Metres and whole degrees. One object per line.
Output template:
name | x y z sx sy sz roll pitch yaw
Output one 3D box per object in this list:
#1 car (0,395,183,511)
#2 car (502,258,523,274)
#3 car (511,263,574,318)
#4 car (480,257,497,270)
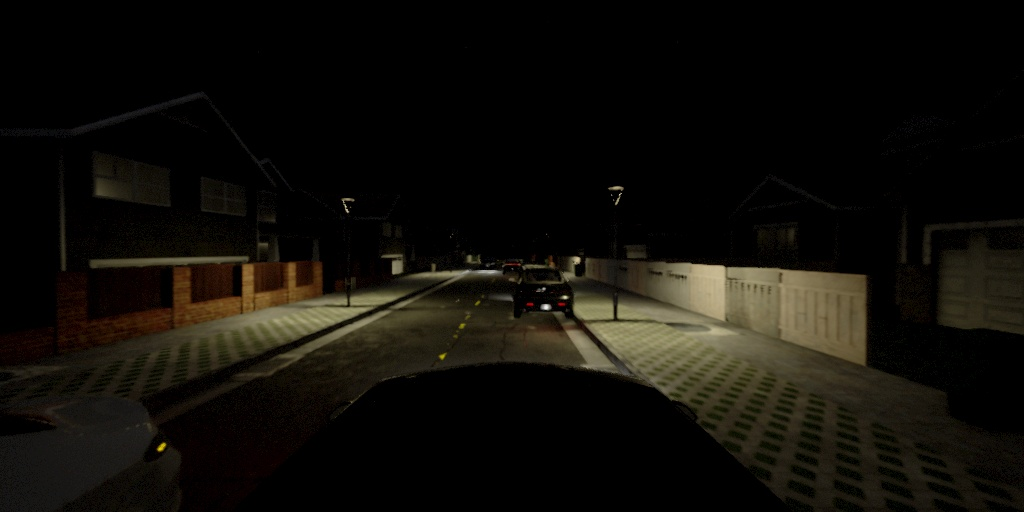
car | -2.850 1.287 0.207 1.812 1.442 4.674 0 0 0
car | 0.060 0.955 35.239 2.128 1.511 4.902 0 1 0
car | 0.962 1.169 12.524 1.837 1.490 4.892 0 0 0
car | -2.817 0.874 43.977 2.128 1.511 4.902 0 0 0
